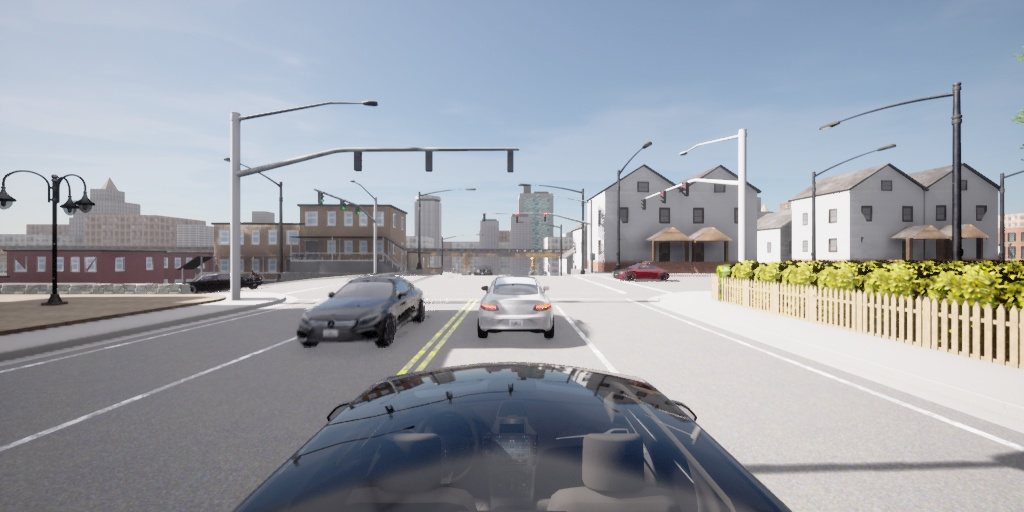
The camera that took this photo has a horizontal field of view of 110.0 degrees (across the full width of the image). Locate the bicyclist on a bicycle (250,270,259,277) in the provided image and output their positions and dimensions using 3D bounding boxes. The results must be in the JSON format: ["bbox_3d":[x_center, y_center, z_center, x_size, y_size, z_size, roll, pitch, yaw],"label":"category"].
[{"bbox_3d":[-25.565,2.213,35.591,0.582,1.620,1.656,-8,0,0],"label":"bicyclist on a bicycle"}]

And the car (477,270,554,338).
[{"bbox_3d":[0.102,1.275,10.011,1.812,1.442,4.674,0,0,0],"label":"car"}]

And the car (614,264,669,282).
[{"bbox_3d":[10.315,1.314,28.711,4.181,1.385,1.994,0,0,-2],"label":"car"}]

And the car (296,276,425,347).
[{"bbox_3d":[-3.596,1.275,9.441,1.812,1.442,4.674,0,0,0],"label":"car"}]

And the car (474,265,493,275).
[{"bbox_3d":[-3.516,2.160,45.252,2.150,2.045,5.566,0,-9,0],"label":"car"}]

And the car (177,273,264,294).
[{"bbox_3d":[-19.974,1.844,24.705,4.718,1.301,1.895,-4,0,-1],"label":"car"}]
